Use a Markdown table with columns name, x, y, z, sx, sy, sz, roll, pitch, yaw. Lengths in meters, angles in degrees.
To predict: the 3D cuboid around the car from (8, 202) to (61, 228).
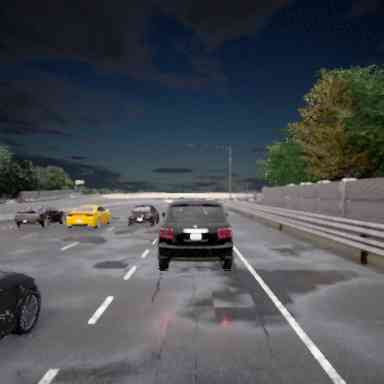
| name | x | y | z | sx | sy | sz | roll | pitch | yaw |
| --- | --- | --- | --- | --- | --- | --- | --- | --- | --- |
| car | -10.395 | 1.635 | 23.139 | 2.128 | 1.511 | 4.902 | 0 | 0 | 0 |

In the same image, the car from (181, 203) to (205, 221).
| name | x | y | z | sx | sy | sz | roll | pitch | yaw |
| --- | --- | --- | --- | --- | --- | --- | --- | --- | --- |
| car | 0.106 | 1.761 | 30.275 | 1.994 | 1.385 | 4.181 | 0 | 0 | 0 |

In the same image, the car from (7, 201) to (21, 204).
| name | x | y | z | sx | sy | sz | roll | pitch | yaw |
| --- | --- | --- | --- | --- | --- | --- | --- | --- | --- |
| car | -20.992 | 1.822 | 39.399 | 1.812 | 1.442 | 4.674 | 0 | 0 | 0 |

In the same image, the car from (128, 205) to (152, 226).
| name | x | y | z | sx | sy | sz | roll | pitch | yaw |
| --- | --- | --- | --- | --- | --- | --- | --- | --- | --- |
| car | -3.494 | 1.680 | 24.566 | 1.812 | 1.442 | 4.674 | 0 | 0 | 0 |

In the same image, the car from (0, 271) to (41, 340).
| name | x | y | z | sx | sy | sz | roll | pitch | yaw |
| --- | --- | --- | --- | --- | --- | --- | --- | --- | --- |
| car | -3.499 | 1.538 | 3.789 | 1.812 | 1.442 | 4.674 | 0 | 0 | 0 |

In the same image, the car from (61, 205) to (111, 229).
| name | x | y | z | sx | sy | sz | roll | pitch | yaw |
| --- | --- | --- | --- | --- | --- | --- | --- | --- | --- |
| car | -6.895 | 1.618 | 22.736 | 1.882 | 1.535 | 5.008 | 0 | 0 | 0 |

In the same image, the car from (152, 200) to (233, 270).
| name | x | y | z | sx | sy | sz | roll | pitch | yaw |
| --- | --- | --- | --- | --- | --- | --- | --- | --- | --- |
| car | 0.102 | 1.276 | 11.393 | 2.150 | 2.045 | 5.566 | 0 | 0 | 0 |
